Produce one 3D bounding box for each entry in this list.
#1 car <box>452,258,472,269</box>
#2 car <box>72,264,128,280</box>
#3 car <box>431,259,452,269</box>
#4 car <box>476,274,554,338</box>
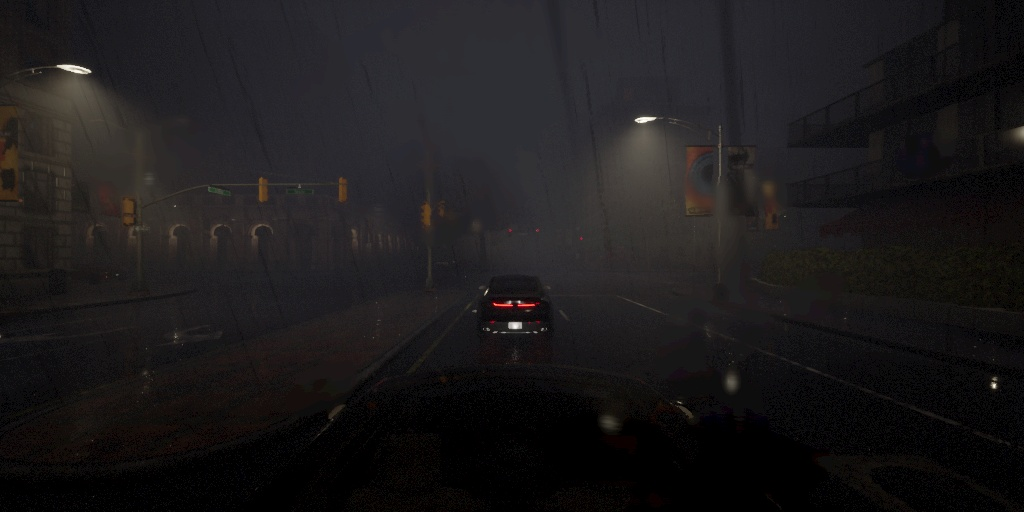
[{"bbox_3d":[-8.040,1.276,58.371,1.812,1.442,4.674,0,0,0],"label":"car"},{"bbox_3d":[-33.480,1.314,28.583,4.181,1.385,1.994,0,0,0],"label":"car"},{"bbox_3d":[-11.530,1.276,58.597,1.812,1.442,4.674,0,0,0],"label":"car"},{"bbox_3d":[0.079,1.255,10.174,1.837,1.490,4.892,0,0,0],"label":"car"}]
